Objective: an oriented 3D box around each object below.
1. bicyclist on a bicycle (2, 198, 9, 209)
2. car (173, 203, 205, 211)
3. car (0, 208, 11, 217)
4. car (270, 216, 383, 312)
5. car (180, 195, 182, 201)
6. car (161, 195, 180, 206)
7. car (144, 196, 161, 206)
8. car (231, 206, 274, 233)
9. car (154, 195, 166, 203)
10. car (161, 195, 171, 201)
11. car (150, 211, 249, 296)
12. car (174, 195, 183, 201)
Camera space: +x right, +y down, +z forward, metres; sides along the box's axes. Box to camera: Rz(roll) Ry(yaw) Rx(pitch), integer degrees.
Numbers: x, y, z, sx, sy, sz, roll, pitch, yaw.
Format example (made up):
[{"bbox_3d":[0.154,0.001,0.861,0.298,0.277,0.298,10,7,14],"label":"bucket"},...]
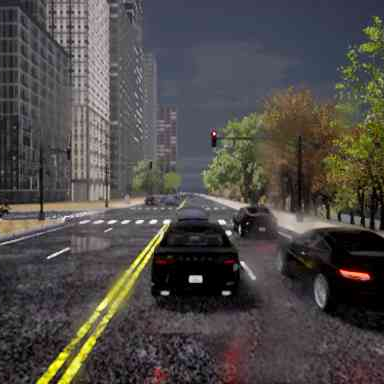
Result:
[{"bbox_3d":[-24.734,1.569,44.191,0.582,1.620,1.656,-1,1,0],"label":"bicyclist on a bicycle"},{"bbox_3d":[0.037,1.541,18.483,2.033,1.411,5.357,0,0,0],"label":"car"},{"bbox_3d":[-21.262,1.858,33.330,5.357,1.411,2.033,-1,1,0],"label":"car"},{"bbox_3d":[3.316,1.523,7.592,1.812,1.442,4.674,0,0,0],"label":"car"},{"bbox_3d":[-3.385,1.476,69.913,1.837,1.490,4.892,0,0,0],"label":"car"},{"bbox_3d":[-3.437,1.528,54.645,2.033,1.411,5.357,0,0,0],"label":"car"},{"bbox_3d":[-6.684,1.485,54.756,1.837,1.490,4.892,0,0,0],"label":"car"},{"bbox_3d":[3.291,1.498,17.891,1.837,1.490,4.892,0,0,0],"label":"car"},{"bbox_3d":[-6.635,1.501,69.882,2.128,1.511,4.902,0,0,0],"label":"car"},{"bbox_3d":[-6.663,1.503,85.427,2.033,1.411,5.357,0,0,0],"label":"car"},{"bbox_3d":[0.074,1.475,8.674,1.882,1.535,5.008,0,0,0],"label":"car"},{"bbox_3d":[-3.413,1.503,85.433,2.033,1.411,5.357,0,0,0],"label":"car"}]
